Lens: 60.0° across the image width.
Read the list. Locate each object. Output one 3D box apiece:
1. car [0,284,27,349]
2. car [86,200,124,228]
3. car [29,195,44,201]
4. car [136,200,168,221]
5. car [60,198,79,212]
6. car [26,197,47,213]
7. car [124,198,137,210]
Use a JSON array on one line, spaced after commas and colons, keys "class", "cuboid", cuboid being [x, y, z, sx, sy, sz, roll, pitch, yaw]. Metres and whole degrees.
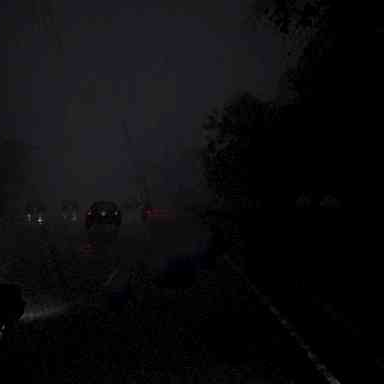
[{"class": "car", "cuboid": [-3.522, 1.553, 2.897, 2.033, 1.411, 5.357, 0, 0, -2]}, {"class": "car", "cuboid": [-5.817, 1.353, 22.351, 2.097, 1.767, 4.553, 0, 0, -11]}, {"class": "car", "cuboid": [-34.760, 1.323, 74.200, 1.895, 1.301, 4.718, 0, 0, -40]}, {"class": "car", "cuboid": [-3.164, 1.546, 26.918, 2.033, 1.411, 5.357, 0, 0, -13]}, {"class": "car", "cuboid": [-14.439, 1.490, 39.355, 2.128, 1.511, 4.902, 0, 0, -21]}, {"class": "car", "cuboid": [-17.485, 1.490, 37.531, 2.128, 1.511, 4.902, 0, 0, -21]}, {"class": "car", "cuboid": [-7.848, 1.492, 42.196, 2.128, 1.511, 4.902, 0, 0, -20]}]
